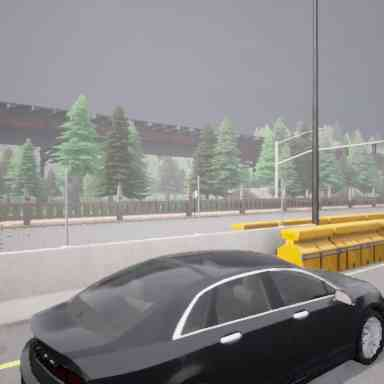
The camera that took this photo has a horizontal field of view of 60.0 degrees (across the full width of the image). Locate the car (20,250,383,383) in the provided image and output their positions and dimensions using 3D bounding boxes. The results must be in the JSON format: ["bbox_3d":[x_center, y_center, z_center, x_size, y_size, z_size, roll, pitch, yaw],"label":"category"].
[{"bbox_3d":[0.599,1.507,4.179,4.892,1.490,1.837,-1,0,-36],"label":"car"}]
